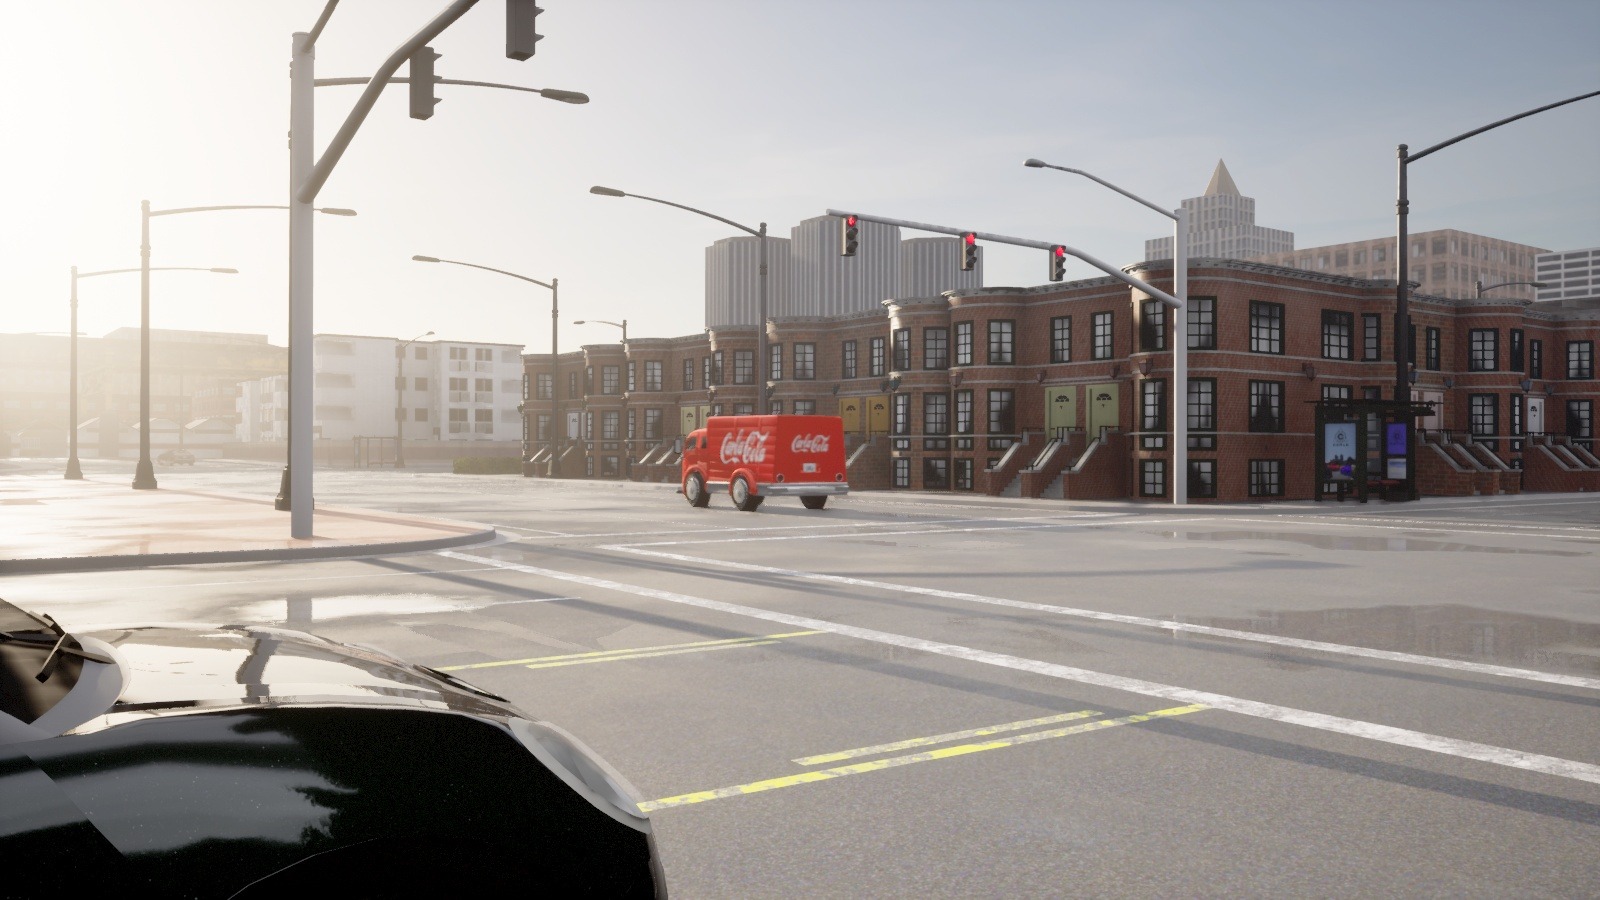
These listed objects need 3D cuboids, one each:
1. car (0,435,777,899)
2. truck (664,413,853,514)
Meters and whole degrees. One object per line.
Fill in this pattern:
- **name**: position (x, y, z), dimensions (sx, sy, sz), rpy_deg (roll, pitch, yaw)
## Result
- **car**: position (-2.171, 0.720, 2.205), dimensions (3.806, 1.475, 1.970), rpy_deg (0, 0, -35)
- **truck**: position (-1.220, 0.342, 33.642), dimensions (2.627, 2.467, 5.204), rpy_deg (0, 0, -35)
